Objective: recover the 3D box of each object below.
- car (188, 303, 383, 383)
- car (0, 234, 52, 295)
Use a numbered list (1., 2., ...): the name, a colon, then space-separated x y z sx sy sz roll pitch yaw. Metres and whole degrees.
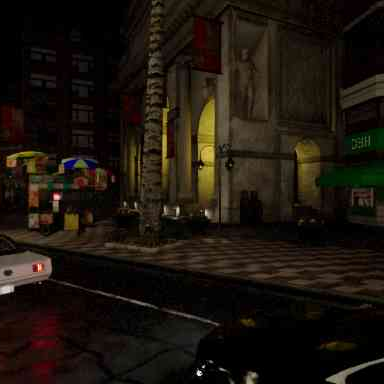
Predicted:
1. car: 2.199 1.504 2.259 4.892 1.490 1.837 0 0 37
2. car: -5.393 1.601 7.711 4.718 1.301 1.895 0 0 35
